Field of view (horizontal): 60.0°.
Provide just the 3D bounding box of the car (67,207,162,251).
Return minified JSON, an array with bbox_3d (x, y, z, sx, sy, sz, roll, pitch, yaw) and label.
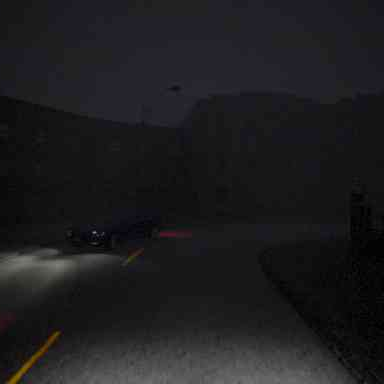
[{"bbox_3d":[-3.188,1.471,14.580,1.882,1.535,5.008,0,1,25],"label":"car"}]
